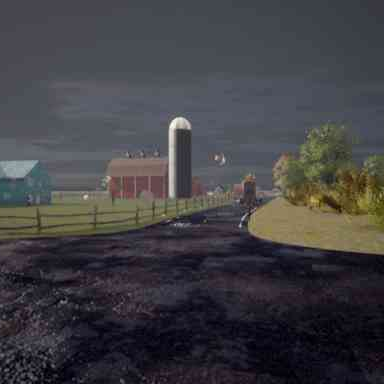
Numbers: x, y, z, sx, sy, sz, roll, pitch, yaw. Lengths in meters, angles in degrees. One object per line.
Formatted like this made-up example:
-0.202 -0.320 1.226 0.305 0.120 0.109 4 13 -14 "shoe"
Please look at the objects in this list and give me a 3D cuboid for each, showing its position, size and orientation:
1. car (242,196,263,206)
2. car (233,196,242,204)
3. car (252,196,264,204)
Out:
10.256 1.470 55.899 2.128 1.511 4.902 0 0 15 "car"
8.721 1.464 60.655 2.128 1.511 4.902 0 0 15 "car"
13.040 1.552 65.944 1.994 1.385 4.181 0 0 15 "car"
